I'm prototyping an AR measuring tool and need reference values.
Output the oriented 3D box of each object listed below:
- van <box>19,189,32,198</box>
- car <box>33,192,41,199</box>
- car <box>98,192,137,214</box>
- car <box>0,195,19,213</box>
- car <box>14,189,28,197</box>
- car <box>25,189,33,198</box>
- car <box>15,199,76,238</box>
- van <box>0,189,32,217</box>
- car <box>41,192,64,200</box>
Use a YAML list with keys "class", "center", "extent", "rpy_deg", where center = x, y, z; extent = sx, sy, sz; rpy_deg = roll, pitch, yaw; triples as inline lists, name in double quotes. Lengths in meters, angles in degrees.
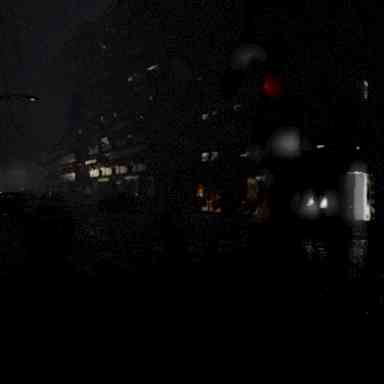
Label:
- class: "van"
  center: [-33.334, 0.253, 66.556]
  extent: [1.690, 1.788, 3.998]
  rpy_deg: [2, 0, -36]
- class: "car"
  center: [-23.372, 0.741, 52.821]
  extent: [1.947, 1.339, 4.313]
  rpy_deg: [2, 0, -36]
- class: "car"
  center: [-6.753, 0.930, 29.931]
  extent: [2.192, 1.841, 5.009]
  rpy_deg: [2, 0, -36]
- class: "car"
  center: [-16.860, 0.994, 29.581]
  extent: [1.887, 1.381, 4.507]
  rpy_deg: [2, 0, -36]
- class: "car"
  center: [-36.659, 0.264, 71.134]
  extent: [1.967, 1.590, 4.097]
  rpy_deg: [2, 0, -36]
- class: "car"
  center: [-30.117, 0.522, 62.115]
  extent: [1.752, 1.417, 4.829]
  rpy_deg: [2, 0, -36]
- class: "car"
  center: [-6.893, 1.258, 15.847]
  extent: [1.887, 1.381, 4.507]
  rpy_deg: [2, 0, -36]
- class: "van"
  center: [-13.531, 0.878, 25.003]
  extent: [1.690, 1.788, 3.998]
  rpy_deg: [2, 0, -36]
- class: "car"
  center: [-20.047, 0.703, 48.243]
  extent: [1.967, 1.590, 4.097]
  rpy_deg: [2, 0, -36]
